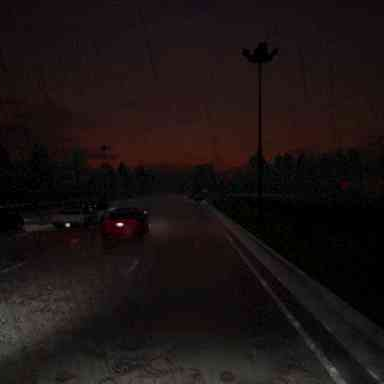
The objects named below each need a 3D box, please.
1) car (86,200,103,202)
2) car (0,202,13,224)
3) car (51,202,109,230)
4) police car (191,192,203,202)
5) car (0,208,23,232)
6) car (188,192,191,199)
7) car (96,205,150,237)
[{"bbox_3d":[-10.398,1.485,35.904,1.895,1.301,4.718,0,0,0],"label":"car"},{"bbox_3d":[-13.913,1.455,21.813,1.812,1.442,4.674,0,0,0],"label":"car"},{"bbox_3d":[-6.900,1.534,20.691,1.895,1.301,4.718,0,0,0],"label":"car"},{"bbox_3d":[1.225,1.210,66.949,1.930,1.638,5.238,0,0,0],"label":"police car"},{"bbox_3d":[-10.400,1.424,16.648,1.882,1.535,5.008,0,0,0],"label":"car"},{"bbox_3d":[0.000,1.059,87.270,1.837,1.490,4.892,0,0,0],"label":"car"},{"bbox_3d":[-3.399,1.507,17.717,1.994,1.385,4.181,0,0,0],"label":"car"}]
